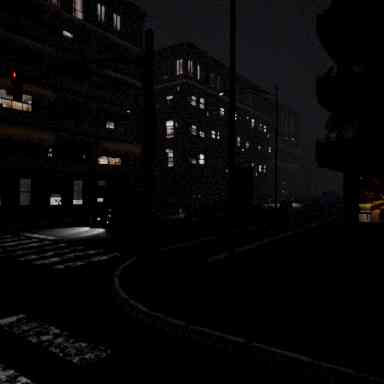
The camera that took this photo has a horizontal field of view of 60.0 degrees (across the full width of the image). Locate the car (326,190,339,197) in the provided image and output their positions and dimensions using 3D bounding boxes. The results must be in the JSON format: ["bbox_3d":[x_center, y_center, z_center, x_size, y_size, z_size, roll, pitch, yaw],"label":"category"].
[{"bbox_3d":[32.777,0.336,77.622,1.802,1.307,4.206,2,2,35],"label":"car"}]

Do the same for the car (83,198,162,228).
[{"bbox_3d":[-4.129,1.317,20.407,1.994,1.385,4.181,1,1,35],"label":"car"}]

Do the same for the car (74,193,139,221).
[{"bbox_3d":[-5.555,1.031,22.854,2.192,1.841,5.009,2,2,35],"label":"car"}]

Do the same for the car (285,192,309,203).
[{"bbox_3d":[15.462,0.756,48.225,2.128,1.511,4.902,1,1,35],"label":"car"}]

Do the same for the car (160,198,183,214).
[{"bbox_3d":[-2.362,1.180,27.424,1.887,1.381,4.507,2,2,35],"label":"car"}]

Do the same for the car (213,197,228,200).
[{"bbox_3d":[2.861,1.139,30.383,1.994,1.385,4.181,1,1,35],"label":"car"}]

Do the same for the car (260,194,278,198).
[{"bbox_3d":[10.416,0.880,45.678,1.947,1.339,4.313,2,2,35],"label":"car"}]

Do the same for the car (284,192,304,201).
[{"bbox_3d":[16.805,0.719,54.805,1.947,1.339,4.313,2,2,35],"label":"car"}]

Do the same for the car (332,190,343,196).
[{"bbox_3d":[35.972,0.256,82.186,1.802,1.307,4.206,2,2,35],"label":"car"}]

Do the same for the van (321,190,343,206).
[{"bbox_3d":[17.261,0.721,40.836,1.690,1.788,3.998,2,2,35],"label":"van"}]

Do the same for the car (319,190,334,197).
[{"bbox_3d":[29.583,0.378,73.058,1.887,1.381,4.507,2,2,35],"label":"car"}]

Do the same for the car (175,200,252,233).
[{"bbox_3d":[1.285,1.348,18.023,1.947,1.339,4.313,2,2,35],"label":"car"}]

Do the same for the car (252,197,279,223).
[{"bbox_3d":[4.480,1.283,22.587,1.802,1.307,4.206,2,2,35],"label":"car"}]

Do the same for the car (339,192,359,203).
[{"bbox_3d":[23.647,0.764,49.966,1.887,1.381,4.507,2,2,35],"label":"car"}]
